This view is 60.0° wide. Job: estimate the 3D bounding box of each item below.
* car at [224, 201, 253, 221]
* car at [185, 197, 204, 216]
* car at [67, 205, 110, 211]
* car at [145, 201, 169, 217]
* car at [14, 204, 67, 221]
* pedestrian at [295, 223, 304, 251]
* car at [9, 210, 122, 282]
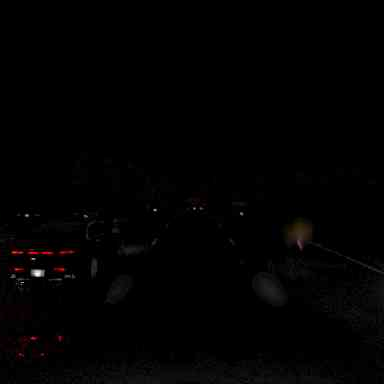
[{"bbox_3d":[3.717,1.476,27.318,1.882,1.535,5.008,0,0,0],"label":"car"},{"bbox_3d":[0.239,1.546,32.700,2.033,1.411,5.357,0,0,0],"label":"car"},{"bbox_3d":[-6.800,1.562,23.211,1.994,1.385,4.181,0,0,0],"label":"car"},{"bbox_3d":[-3.265,1.563,31.660,1.994,1.385,4.181,0,0,0],"label":"car"},{"bbox_3d":[-10.302,1.546,23.357,2.033,1.411,5.357,0,0,0],"label":"car"},{"bbox_3d":[4.098,1.673,12.473,0.500,1.100,0.500,0,0,0],"label":"pedestrian"},{"bbox_3d":[-3.361,1.506,9.704,1.837,1.490,4.892,0,0,0],"label":"car"}]
